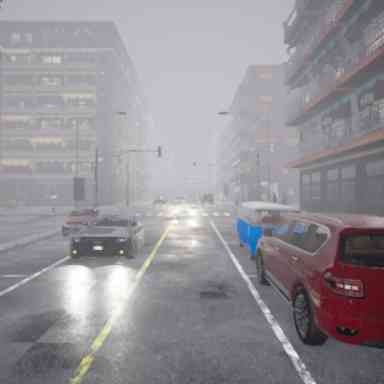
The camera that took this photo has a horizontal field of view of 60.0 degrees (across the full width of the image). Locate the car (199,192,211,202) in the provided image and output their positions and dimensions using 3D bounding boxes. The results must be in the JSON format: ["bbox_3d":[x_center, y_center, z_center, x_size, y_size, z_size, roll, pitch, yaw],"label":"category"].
[{"bbox_3d":[2.567,0.962,66.567,2.192,1.841,5.009,1,0,0],"label":"car"}]

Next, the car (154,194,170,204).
[{"bbox_3d":[-5.313,1.266,55.396,1.947,1.339,4.313,1,0,0],"label":"car"}]

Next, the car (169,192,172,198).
[{"bbox_3d":[-5.315,1.238,60.957,1.947,1.339,4.313,1,0,0],"label":"car"}]

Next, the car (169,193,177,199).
[{"bbox_3d":[-5.326,1.137,94.329,2.008,1.369,4.403,1,0,0],"label":"car"}]

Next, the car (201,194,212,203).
[{"bbox_3d":[2.566,1.197,61.173,1.752,1.417,4.829,1,0,0],"label":"car"}]

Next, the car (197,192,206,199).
[{"bbox_3d":[2.559,0.904,88.801,2.192,1.841,5.009,1,0,0],"label":"car"}]

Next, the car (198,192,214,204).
[{"bbox_3d":[2.571,1.016,55.443,2.192,1.841,5.009,1,0,0],"label":"car"}]

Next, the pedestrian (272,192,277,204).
[{"bbox_3d":[7.003,0.944,28.470,0.375,1.860,0.375,1,-1,0],"label":"pedestrian"}]

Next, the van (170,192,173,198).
[{"bbox_3d":[-5.320,0.929,88.764,1.690,1.788,3.998,1,0,0],"label":"van"}]

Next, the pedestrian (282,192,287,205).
[{"bbox_3d":[8.003,0.861,29.071,0.375,1.860,0.375,1,-1,0],"label":"pedestrian"}]

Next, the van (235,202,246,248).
[{"bbox_3d":[2.549,1.272,11.732,1.690,1.788,3.998,1,0,0],"label":"van"}]

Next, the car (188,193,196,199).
[{"bbox_3d":[-0.020,1.138,85.443,1.994,1.385,4.181,0,0,0],"label":"car"}]

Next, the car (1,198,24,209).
[{"bbox_3d":[-24.456,1.442,43.128,4.829,1.417,1.752,0,-1,0],"label":"car"}]

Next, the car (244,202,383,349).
[{"bbox_3d":[2.551,1.277,6.200,2.192,1.841,5.009,1,0,0],"label":"car"}]

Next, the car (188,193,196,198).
[{"bbox_3d":[-0.023,0.957,95.452,2.033,1.411,5.357,0,0,0],"label":"car"}]

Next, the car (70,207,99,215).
[{"bbox_3d":[-5.304,1.482,17.317,1.802,1.307,4.206,1,0,0],"label":"car"}]

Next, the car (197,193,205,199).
[{"bbox_3d":[2.555,1.027,94.366,1.967,1.590,4.097,1,0,0],"label":"car"}]

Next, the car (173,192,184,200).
[{"bbox_3d":[-2.768,1.164,76.534,1.994,1.385,4.181,0,0,0],"label":"car"}]

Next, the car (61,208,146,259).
[{"bbox_3d":[-2.844,1.492,12.055,1.994,1.385,4.181,0,0,0],"label":"car"}]
